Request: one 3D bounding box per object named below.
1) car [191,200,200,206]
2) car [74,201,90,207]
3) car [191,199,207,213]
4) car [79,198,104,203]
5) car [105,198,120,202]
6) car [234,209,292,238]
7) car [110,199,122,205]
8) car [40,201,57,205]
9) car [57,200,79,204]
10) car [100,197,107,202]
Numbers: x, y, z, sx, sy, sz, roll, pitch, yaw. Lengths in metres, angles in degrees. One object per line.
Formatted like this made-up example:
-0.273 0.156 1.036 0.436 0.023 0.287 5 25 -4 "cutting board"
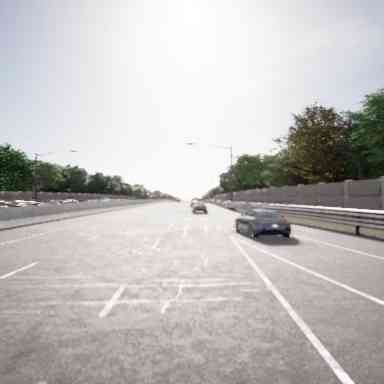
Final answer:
0.879 2.586 77.860 1.994 1.385 4.181 0 -1 1 "car"
-23.686 2.517 72.043 1.895 1.301 4.718 0 -1 1 "car"
0.965 1.999 44.010 2.033 1.411 5.357 0 -1 -3 "car"
-16.900 2.178 56.210 1.812 1.442 4.674 0 -1 1 "car"
-16.685 2.450 72.035 1.812 1.442 4.674 0 -1 1 "car"
3.671 1.609 17.911 1.994 1.385 4.181 0 -1 -9 "car"
-20.015 2.691 87.879 1.837 1.490 4.892 0 -1 1 "car"
-23.878 2.197 56.256 2.033 1.411 5.357 0 -1 1 "car"
-20.397 2.155 56.235 1.837 1.490 4.892 0 -1 1 "car"
-20.185 2.424 72.054 1.837 1.490 4.892 0 -1 1 "car"
